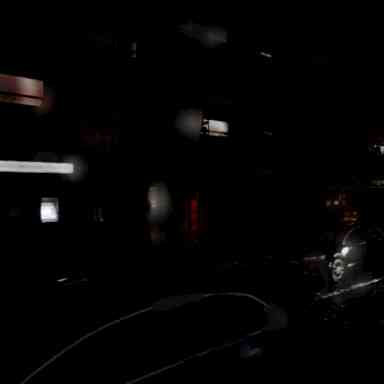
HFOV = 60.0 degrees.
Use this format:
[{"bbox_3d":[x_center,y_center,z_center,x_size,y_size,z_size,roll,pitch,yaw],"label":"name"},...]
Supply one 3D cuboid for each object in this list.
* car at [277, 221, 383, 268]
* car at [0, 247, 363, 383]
[{"bbox_3d":[4.178,1.535,9.546,4.403,1.369,2.008,0,0,-36],"label":"car"},{"bbox_3d":[-0.769,1.505,2.823,4.892,1.490,1.837,0,0,-35],"label":"car"}]
